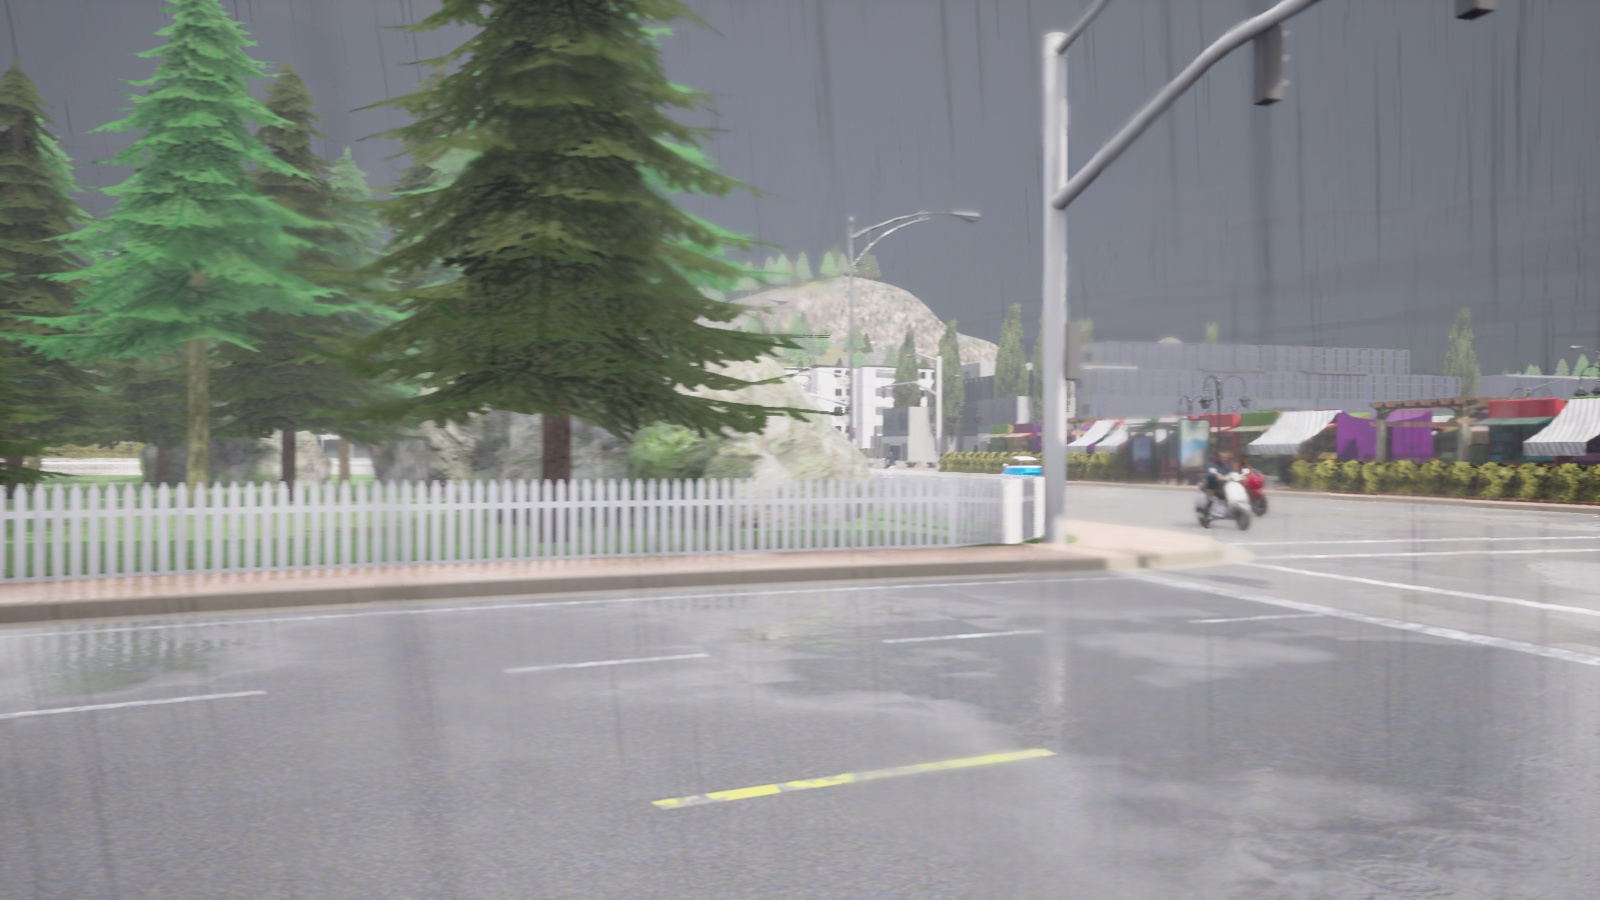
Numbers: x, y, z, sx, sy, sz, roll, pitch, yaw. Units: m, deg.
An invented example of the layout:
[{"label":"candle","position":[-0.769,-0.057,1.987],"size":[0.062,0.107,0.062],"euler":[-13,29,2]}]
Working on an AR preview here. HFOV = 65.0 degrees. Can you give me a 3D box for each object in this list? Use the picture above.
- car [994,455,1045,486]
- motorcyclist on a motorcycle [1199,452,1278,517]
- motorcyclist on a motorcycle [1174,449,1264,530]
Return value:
[{"label":"car","position":[10.187,0.936,58.385],"size":[1.481,1.376,2.207],"euler":[0,0,-16]},{"label":"motorcyclist on a motorcycle","position":[10.713,0.816,30.772],"size":[0.797,1.523,2.044],"euler":[0,0,-16]},{"label":"motorcyclist on a motorcycle","position":[8.526,0.782,25.639],"size":[0.866,1.590,1.817],"euler":[0,0,-16]}]
